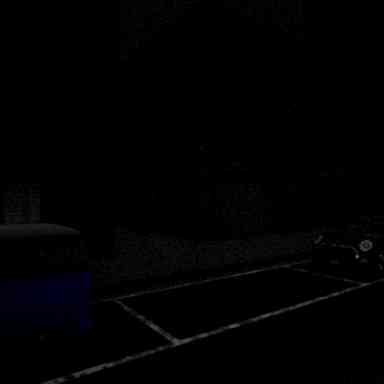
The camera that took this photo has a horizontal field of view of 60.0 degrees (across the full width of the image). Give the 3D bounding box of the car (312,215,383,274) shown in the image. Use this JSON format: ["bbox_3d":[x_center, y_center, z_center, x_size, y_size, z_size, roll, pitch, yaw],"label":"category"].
[{"bbox_3d":[5.661,1.464,10.576,4.097,1.590,1.967,0,0,-36],"label":"car"}]

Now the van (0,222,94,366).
[{"bbox_3d":[-3.295,1.340,4.185,3.998,1.788,1.690,0,0,-36],"label":"van"}]
